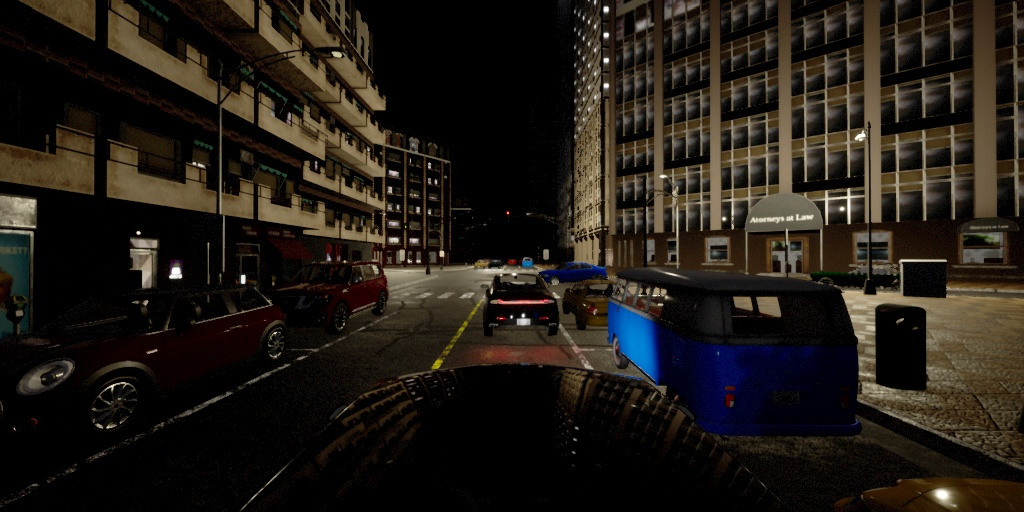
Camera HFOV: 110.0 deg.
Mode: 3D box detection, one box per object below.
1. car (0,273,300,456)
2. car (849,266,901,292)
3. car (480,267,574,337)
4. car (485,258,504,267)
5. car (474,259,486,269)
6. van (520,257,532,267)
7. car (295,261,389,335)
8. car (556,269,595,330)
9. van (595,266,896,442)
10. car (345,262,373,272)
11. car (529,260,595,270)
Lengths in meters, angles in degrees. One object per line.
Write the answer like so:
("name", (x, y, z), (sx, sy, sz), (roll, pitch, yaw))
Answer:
("car", (-5.314, 1.191, 5.202), (1.967, 1.591, 4.097), (0, 0, 0))
("car", (19.250, 1.185, 19.652), (4.718, 1.301, 1.895), (-1, -1, 41))
("car", (0.135, 1.245, 10.347), (2.128, 1.511, 4.902), (0, 0, -3))
("car", (-2.803, 1.425, 58.826), (1.895, 1.301, 4.718), (0, 0, 2))
("car", (-5.301, 1.352, 59.567), (1.751, 1.417, 4.829), (0, 0, 0))
("van", (2.580, 1.167, 59.735), (1.690, 1.789, 3.998), (0, 0, 0))
("car", (-5.312, 1.068, 10.737), (2.192, 1.841, 5.009), (0, 0, 0))
("car", (2.568, 1.279, 10.912), (1.751, 1.417, 4.829), (0, 0, 0))
("van", (2.567, 1.092, 5.205), (1.690, 1.789, 3.998), (0, 0, 0))
("car", (-21.763, 1.536, 50.993), (4.181, 1.385, 1.994), (-1, -1, 41))
("car", (4.065, 1.193, 24.717), (5.008, 1.535, 1.882), (-1, 1, -16))
